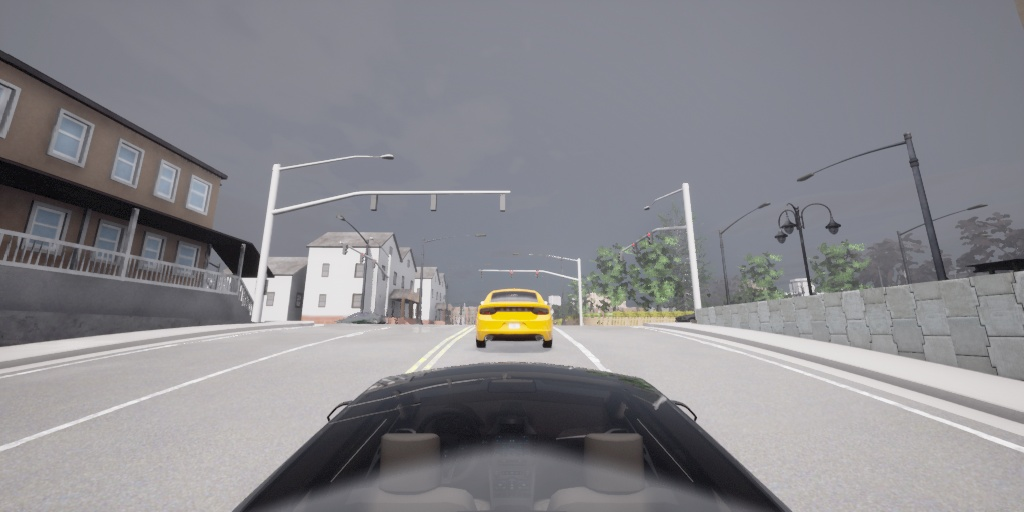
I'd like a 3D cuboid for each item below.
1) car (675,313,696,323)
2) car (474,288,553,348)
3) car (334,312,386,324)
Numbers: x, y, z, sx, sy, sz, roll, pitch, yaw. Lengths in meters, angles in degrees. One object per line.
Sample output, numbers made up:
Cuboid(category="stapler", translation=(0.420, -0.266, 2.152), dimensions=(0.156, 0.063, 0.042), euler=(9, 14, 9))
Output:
Cuboid(category="car", translation=(16.463, 5.260, 30.404), dimensions=(5.008, 1.535, 1.882), euler=(0, -12, 1))
Cuboid(category="car", translation=(0.062, 1.723, 10.544), dimensions=(1.882, 1.535, 5.008), euler=(0, -7, 0))
Cuboid(category="car", translation=(-13.058, 5.593, 30.730), dimensions=(4.181, 1.385, 1.994), euler=(-6, -12, -4))
